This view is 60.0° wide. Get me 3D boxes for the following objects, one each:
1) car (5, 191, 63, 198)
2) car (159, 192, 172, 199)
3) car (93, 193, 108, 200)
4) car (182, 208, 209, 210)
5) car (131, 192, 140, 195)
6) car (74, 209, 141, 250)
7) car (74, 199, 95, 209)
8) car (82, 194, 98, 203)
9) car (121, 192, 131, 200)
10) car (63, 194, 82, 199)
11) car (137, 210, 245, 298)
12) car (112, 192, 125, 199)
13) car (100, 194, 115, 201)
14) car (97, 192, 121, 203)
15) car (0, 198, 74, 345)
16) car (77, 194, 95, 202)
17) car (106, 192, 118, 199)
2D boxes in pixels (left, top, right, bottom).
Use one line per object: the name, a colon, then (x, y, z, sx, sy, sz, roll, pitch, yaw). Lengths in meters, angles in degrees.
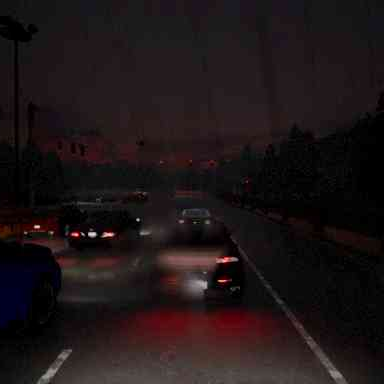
car: (-17.503, 0.962, 36.555, 5.566, 2.045, 2.150, 0, 1, -19)
car: (-6.502, 0.786, 78.598, 2.097, 1.767, 4.553, 0, 0, 0)
car: (-20.528, 0.936, 74.916, 1.882, 1.535, 5.008, 0, 0, 0)
car: (0.190, 1.480, 17.709, 1.895, 1.301, 4.718, 0, 0, 0)
car: (-13.531, 0.986, 74.455, 1.812, 1.442, 4.674, 0, 0, 0)
car: (-3.337, 1.456, 13.699, 2.033, 1.411, 5.357, 0, 0, 0)
car: (-6.828, 1.361, 17.115, 1.882, 1.535, 5.008, 0, 0, 0)
car: (-17.221, 1.152, 57.341, 1.994, 1.385, 4.181, 0, 0, 1)
car: (-13.637, 1.061, 64.434, 1.812, 1.442, 4.674, 0, 0, 1)
car: (-20.730, 1.078, 55.640, 1.882, 1.535, 5.008, 0, 0, 2)
car: (0.134, 1.439, 8.379, 2.128, 1.511, 4.902, 0, 0, 0)
car: (-17.011, 0.795, 77.449, 2.097, 1.767, 4.553, 0, 0, 0)
car: (-17.079, 1.078, 67.317, 1.994, 1.385, 4.181, 0, 0, 0)
car: (-13.744, 1.128, 55.371, 1.812, 1.442, 4.674, 0, 0, 1)
car: (-3.384, 1.205, 3.526, 2.150, 2.045, 5.566, 0, 0, 0)
car: (-20.609, 1.132, 64.974, 1.895, 1.301, 4.718, 0, 0, 1)
car: (-20.460, 0.861, 85.135, 1.882, 1.535, 5.008, 0, 0, 0)
